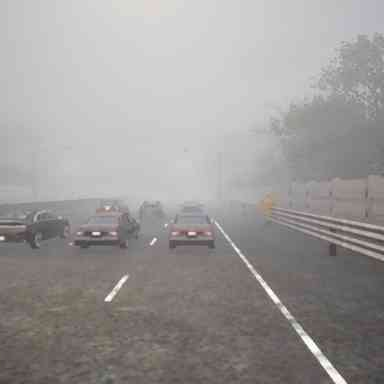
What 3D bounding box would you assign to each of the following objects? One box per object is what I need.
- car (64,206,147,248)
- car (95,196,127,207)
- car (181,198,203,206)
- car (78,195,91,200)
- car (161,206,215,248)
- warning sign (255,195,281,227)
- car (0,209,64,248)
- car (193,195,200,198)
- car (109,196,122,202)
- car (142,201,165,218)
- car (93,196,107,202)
[{"bbox_3d":[-3.500,1.567,14.650,2.033,1.411,5.357,0,0,0],"label":"car"},{"bbox_3d":[-7.000,1.383,29.621,2.097,1.767,4.553,0,0,0],"label":"car"},{"bbox_3d":[0.000,1.550,29.650,1.812,1.442,4.674,0,0,0],"label":"car"},{"bbox_3d":[-24.500,1.562,75.958,1.837,1.490,4.892,0,0,0],"label":"car"},{"bbox_3d":[0.000,1.567,14.650,2.033,1.411,5.357,0,0,0],"label":"car"},{"bbox_3d":[4.549,1.121,19.907,1.300,1.860,1.060,0,0,0],"label":"warning sign"},{"bbox_3d":[-7.000,1.499,14.650,2.128,1.511,4.902,0,0,0],"label":"car"},{"bbox_3d":[1.225,1.673,89.906,1.812,1.442,4.674,0,0,0],"label":"car"},{"bbox_3d":[-17.499,1.658,75.928,1.895,1.301,4.718,0,0,0],"label":"car"},{"bbox_3d":[-3.500,1.512,29.651,2.128,1.511,4.902,0,0,0],"label":"car"},{"bbox_3d":[-21.000,1.587,75.958,1.812,1.442,4.674,0,0,0],"label":"car"}]
